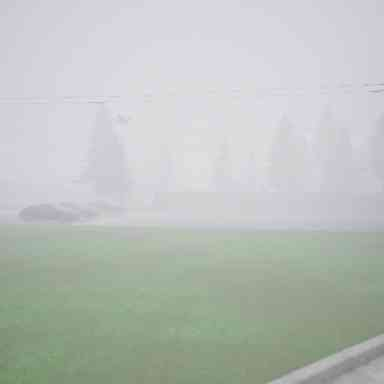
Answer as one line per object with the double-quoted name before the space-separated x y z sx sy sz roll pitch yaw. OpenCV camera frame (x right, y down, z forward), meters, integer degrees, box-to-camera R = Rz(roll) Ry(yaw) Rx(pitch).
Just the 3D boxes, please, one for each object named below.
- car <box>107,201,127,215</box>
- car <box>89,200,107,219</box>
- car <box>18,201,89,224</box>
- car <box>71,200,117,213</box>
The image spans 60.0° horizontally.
"car" -9.240 1.607 35.202 4.674 1.442 1.812 0 0 7
"car" -10.065 1.568 28.251 4.674 1.442 1.812 0 0 7
"car" -10.478 1.548 24.775 4.674 1.442 1.812 0 0 7
"car" -11.435 1.681 38.978 4.718 1.301 1.895 0 0 7
